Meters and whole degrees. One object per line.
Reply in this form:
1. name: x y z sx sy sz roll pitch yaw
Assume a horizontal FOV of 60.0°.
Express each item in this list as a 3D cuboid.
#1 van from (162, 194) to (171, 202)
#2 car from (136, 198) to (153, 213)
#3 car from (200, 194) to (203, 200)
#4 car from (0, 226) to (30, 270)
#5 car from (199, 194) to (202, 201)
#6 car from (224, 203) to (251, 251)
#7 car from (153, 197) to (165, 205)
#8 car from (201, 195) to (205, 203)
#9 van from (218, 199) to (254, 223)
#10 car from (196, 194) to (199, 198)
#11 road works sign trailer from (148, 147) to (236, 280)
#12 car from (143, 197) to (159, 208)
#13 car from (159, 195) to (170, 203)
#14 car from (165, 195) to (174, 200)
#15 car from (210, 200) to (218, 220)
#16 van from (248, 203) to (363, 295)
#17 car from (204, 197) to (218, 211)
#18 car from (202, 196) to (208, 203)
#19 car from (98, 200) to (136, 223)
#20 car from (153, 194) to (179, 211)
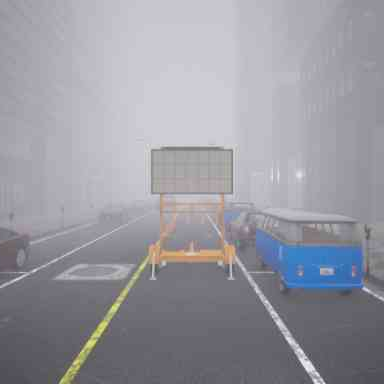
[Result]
1. van: -5.833 1.278 75.947 1.690 1.788 3.998 1 0 0
2. car: -5.842 1.539 36.575 2.008 1.369 4.403 1 0 0
3. car: 2.687 1.517 53.453 1.887 1.381 4.507 1 0 0
4. car: -5.848 1.545 8.453 1.887 1.381 4.507 1 0 0
5. car: 2.687 1.509 59.078 1.887 1.381 4.507 1 0 0
6. car: 2.680 1.440 14.080 1.967 1.590 4.097 1 0 0
7. car: -5.839 1.546 59.074 1.802 1.307 4.206 1 0 0
8. car: 2.685 1.523 47.828 1.887 1.381 4.507 1 0 0
9. van: 2.682 1.339 19.705 1.690 1.788 3.998 1 0 0
10. car: 2.691 1.472 81.577 1.887 1.381 4.507 1 0 0
11. road works sign trailer: 0.003 0.465 9.916 2.380 3.560 2.880 0 0 0
12. car: -5.840 1.504 47.654 1.752 1.417 4.829 1 0 0
13. car: -5.835 1.387 70.322 1.967 1.590 4.097 1 0 0
14. car: -5.834 1.483 87.196 1.947 1.339 4.313 1 0 0
15. car: 2.681 1.546 25.330 2.008 1.369 4.403 1 0 0
16. van: 2.680 1.342 8.455 1.690 1.788 3.998 1 0 0
17. car: 2.683 1.539 36.579 2.008 1.369 4.403 1 0 0
18. car: 2.684 1.529 42.204 1.887 1.381 4.507 1 0 0
19. car: -5.844 1.540 25.327 1.887 1.381 4.507 1 0 0
20. car: -3.091 1.206 40.839 2.150 2.045 5.566 0 0 0
